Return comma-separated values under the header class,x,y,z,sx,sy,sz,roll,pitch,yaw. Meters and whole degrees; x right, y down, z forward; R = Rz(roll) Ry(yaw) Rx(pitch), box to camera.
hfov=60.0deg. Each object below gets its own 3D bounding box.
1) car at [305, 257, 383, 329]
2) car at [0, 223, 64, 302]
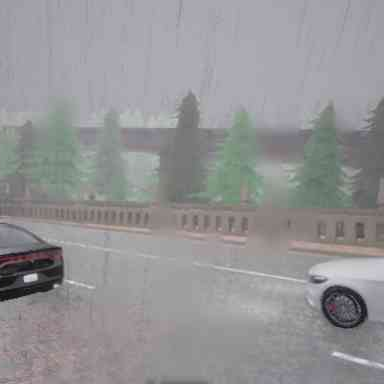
class,x,y,z,sx,sy,sz,roll,pitch,yaw
car,4.244,1.534,5.264,4.674,1.442,1.812,0,0,35
car,-4.965,1.421,7.537,5.008,1.535,1.882,0,0,36
